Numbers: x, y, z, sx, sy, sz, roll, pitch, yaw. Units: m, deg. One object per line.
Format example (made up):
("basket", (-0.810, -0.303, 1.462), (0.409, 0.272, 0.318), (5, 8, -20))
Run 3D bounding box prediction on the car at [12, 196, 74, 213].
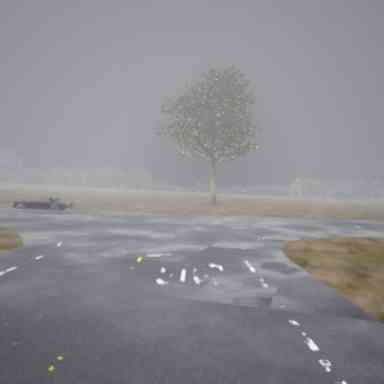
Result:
("car", (-12.916, 1.038, 28.910), (4.718, 1.301, 1.895), (2, 0, 1))
